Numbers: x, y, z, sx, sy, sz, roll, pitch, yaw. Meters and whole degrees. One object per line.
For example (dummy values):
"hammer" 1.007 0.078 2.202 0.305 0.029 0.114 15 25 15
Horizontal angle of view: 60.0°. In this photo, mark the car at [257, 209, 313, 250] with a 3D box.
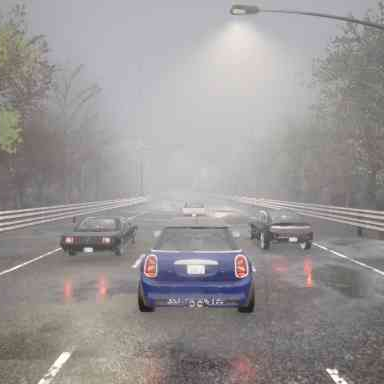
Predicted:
"car" 3.634 1.486 14.325 2.128 1.511 4.902 0 0 0

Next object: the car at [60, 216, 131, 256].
"car" -3.369 1.596 13.072 1.895 1.301 4.718 0 0 0

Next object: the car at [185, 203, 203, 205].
"car" 0.171 1.581 29.111 1.895 1.301 4.718 0 0 0

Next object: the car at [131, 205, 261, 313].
"car" 0.113 1.350 7.837 2.097 1.767 4.553 0 0 1
